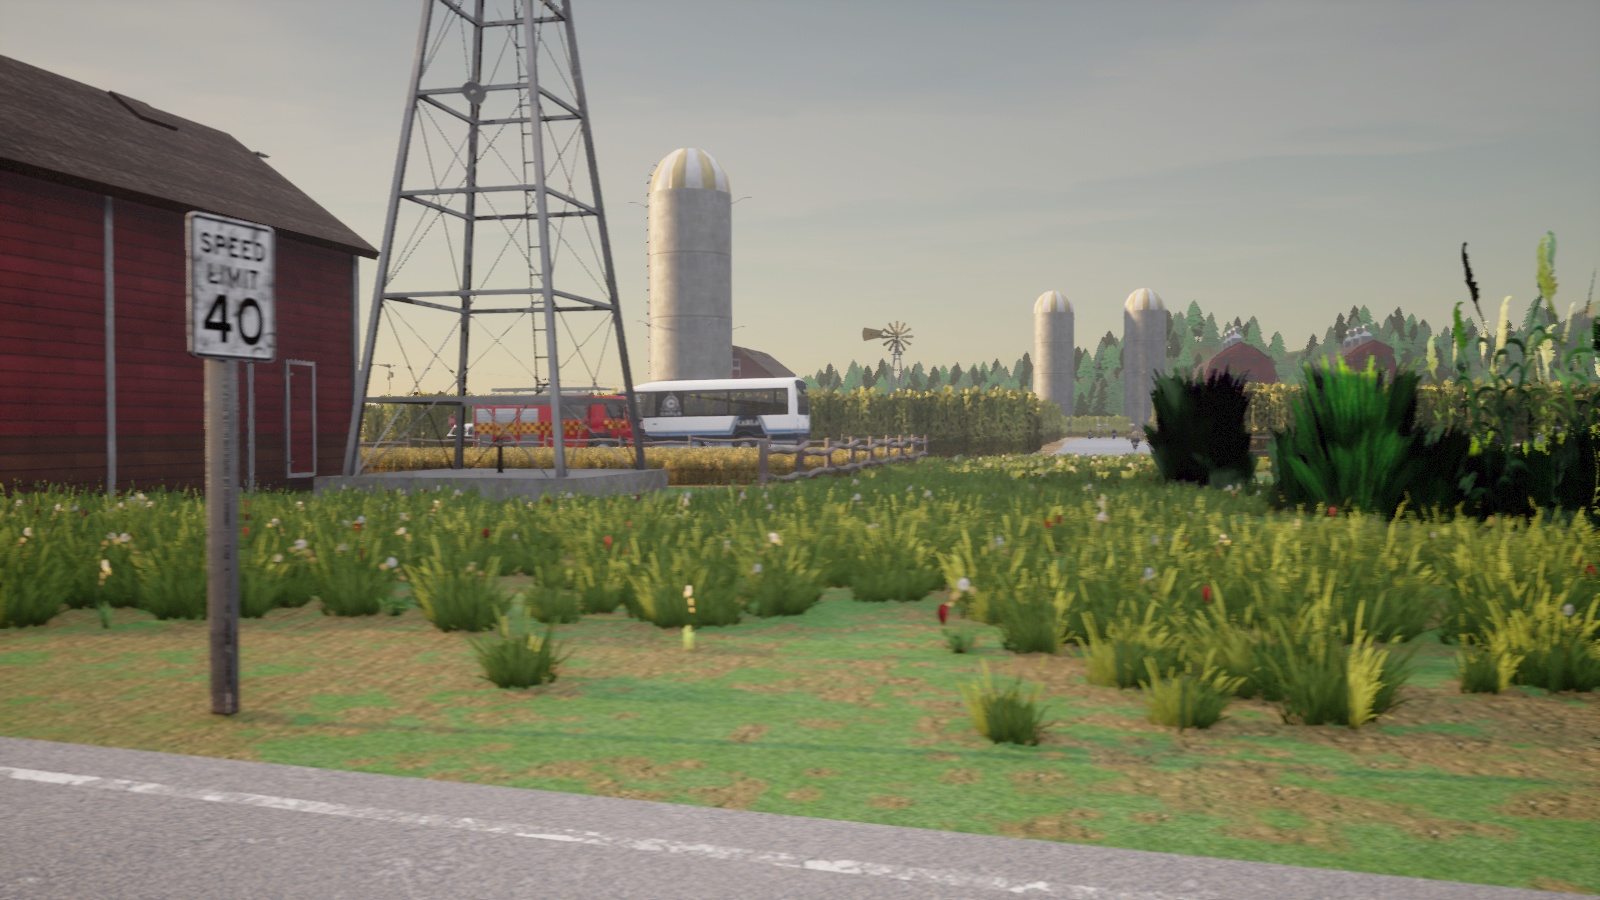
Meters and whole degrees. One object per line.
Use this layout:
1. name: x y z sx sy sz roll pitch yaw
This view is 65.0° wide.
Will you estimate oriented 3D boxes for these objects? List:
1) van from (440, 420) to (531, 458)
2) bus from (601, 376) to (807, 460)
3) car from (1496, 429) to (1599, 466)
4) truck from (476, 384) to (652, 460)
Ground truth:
1. van: -17.561 -0.638 70.244 4.480 2.038 2.069 1 1 13
2. bus: -5.084 -1.648 67.356 10.273 4.253 3.944 -1 1 13
3. car: 35.127 -0.128 58.118 4.611 1.667 2.242 0 1 13
4. truck: -12.144 -1.421 65.020 8.468 3.827 2.891 0 1 6
